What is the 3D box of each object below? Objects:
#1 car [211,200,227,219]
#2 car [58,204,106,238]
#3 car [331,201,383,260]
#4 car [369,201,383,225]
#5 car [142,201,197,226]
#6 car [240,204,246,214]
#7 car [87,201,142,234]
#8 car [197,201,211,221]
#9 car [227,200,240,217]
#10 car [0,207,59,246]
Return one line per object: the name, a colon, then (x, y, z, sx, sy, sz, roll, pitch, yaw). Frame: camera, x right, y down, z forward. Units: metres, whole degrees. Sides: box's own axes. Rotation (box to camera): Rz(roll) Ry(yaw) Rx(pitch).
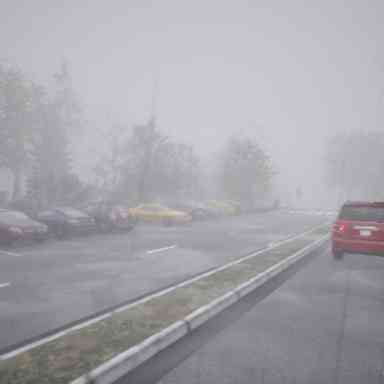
car: (0.136, 1.568, 29.230, 4.892, 1.521, 2.231, 1, 0, 32)
car: (-7.082, 1.530, 17.496, 4.674, 1.452, 2.002, 1, 0, 32)
car: (6.666, 1.340, 12.341, 2.150, 2.045, 5.566, 1, 0, 32)
car: (15.425, 1.613, 26.574, 1.882, 1.535, 5.008, 1, 1, 32)
car: (-2.592, 1.546, 24.437, 5.366, 1.575, 1.946, 1, 0, 32)
car: (3.036, 1.579, 33.913, 4.892, 1.521, 2.231, 1, 0, 32)
car: (-5.608, 1.390, 19.833, 4.553, 1.767, 2.185, 1, 0, 32)
car: (-1.327, 1.590, 26.900, 4.792, 1.488, 2.163, 1, 0, 32)
car: (1.590, 1.574, 31.568, 5.008, 1.535, 2.097, 1, 0, 32)
car: (-8.531, 1.504, 15.154, 4.674, 1.452, 2.002, 1, 0, 32)
